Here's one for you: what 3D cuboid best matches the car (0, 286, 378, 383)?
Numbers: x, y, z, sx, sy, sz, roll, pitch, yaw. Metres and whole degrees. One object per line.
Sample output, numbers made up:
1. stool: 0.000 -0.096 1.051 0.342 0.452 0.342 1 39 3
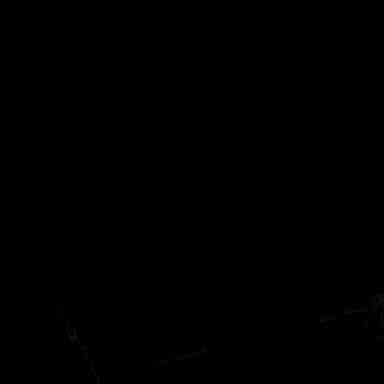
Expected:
1. car: -0.770 1.586 2.477 4.718 1.301 1.895 1 0 -32
